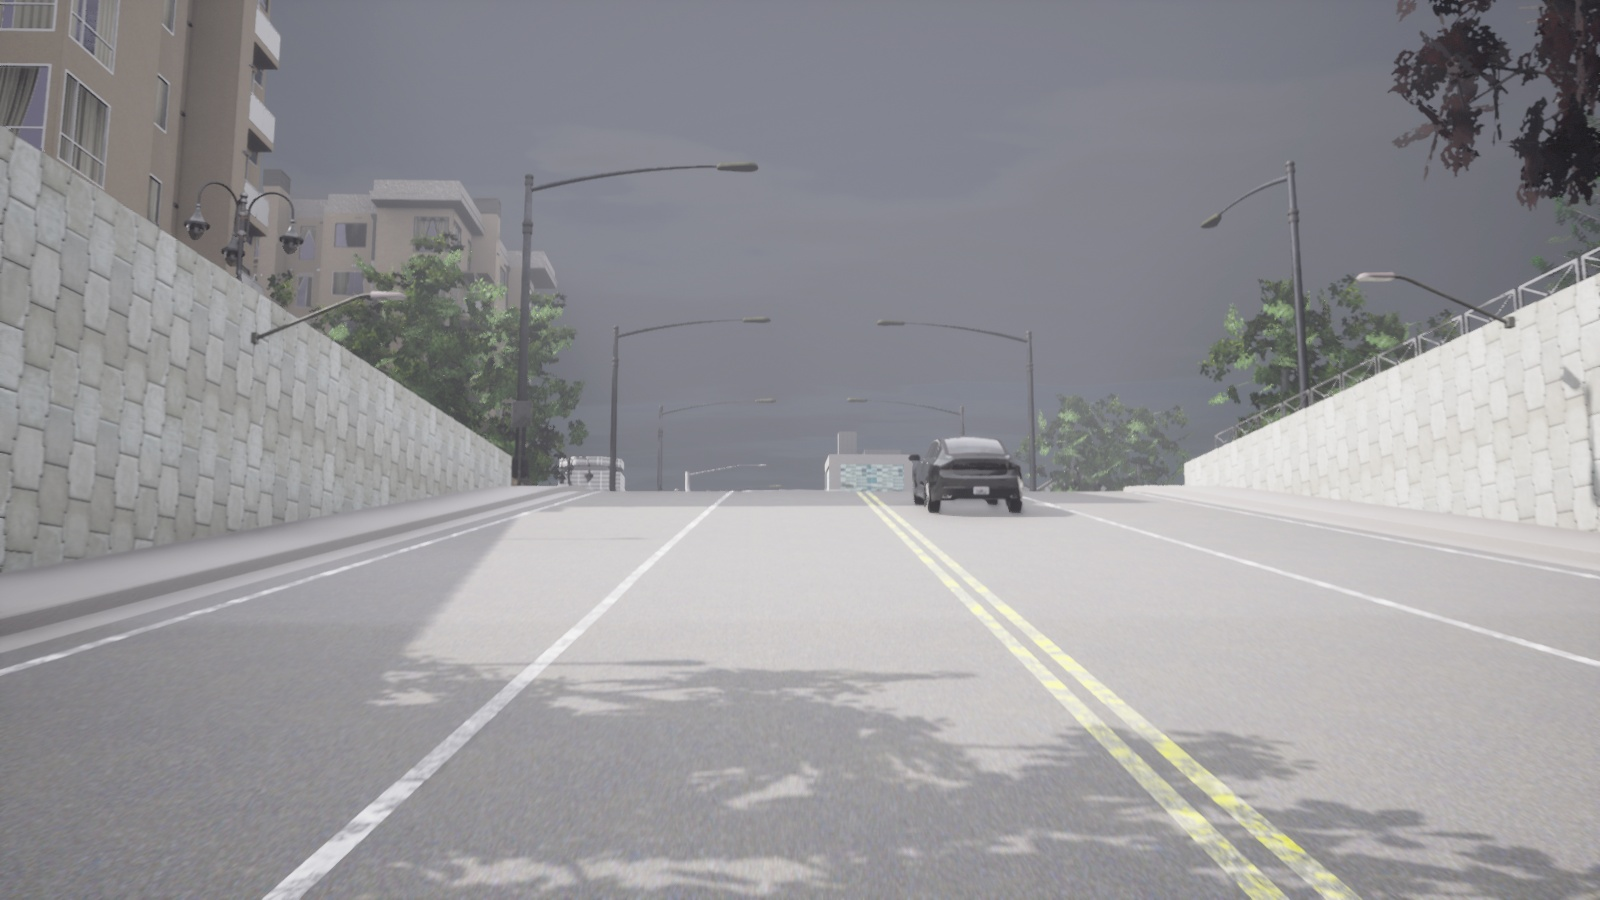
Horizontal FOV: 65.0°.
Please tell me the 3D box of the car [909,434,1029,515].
[{"bbox_3d":[3.424,0.441,26.355,1.837,1.490,4.892,0,1,0],"label":"car"}]
